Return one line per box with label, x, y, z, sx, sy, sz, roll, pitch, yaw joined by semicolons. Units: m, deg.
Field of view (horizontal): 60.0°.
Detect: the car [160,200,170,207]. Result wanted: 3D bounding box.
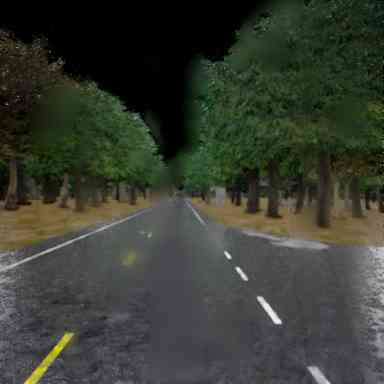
car;-5.464;2.287;66.922;2.128;1.511;4.902;0;-1;-2
